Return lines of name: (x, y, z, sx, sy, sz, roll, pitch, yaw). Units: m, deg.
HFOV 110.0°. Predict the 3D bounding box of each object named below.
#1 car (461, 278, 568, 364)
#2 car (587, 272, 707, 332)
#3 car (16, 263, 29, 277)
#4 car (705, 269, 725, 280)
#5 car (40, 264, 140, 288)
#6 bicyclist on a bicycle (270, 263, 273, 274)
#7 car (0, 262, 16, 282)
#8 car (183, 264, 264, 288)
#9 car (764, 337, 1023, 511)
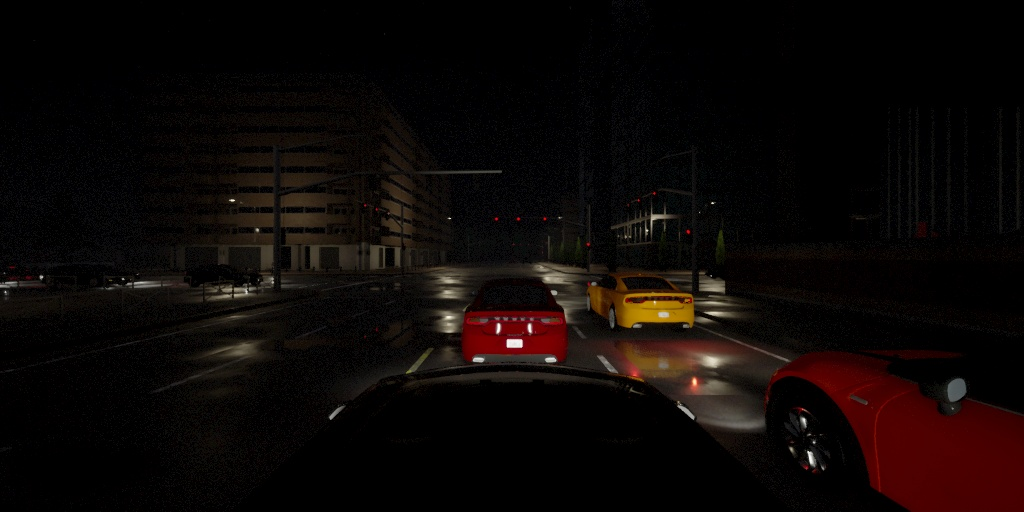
car: (0.062, 1.228, 8.125, 1.882, 1.535, 5.008, 0, 0, 0)
car: (3.582, 1.228, 10.898, 1.882, 1.535, 5.008, 0, 0, 0)
car: (-50.330, 1.297, 34.946, 4.902, 1.511, 2.128, 0, 0, 1)
car: (19.537, 1.406, 31.195, 4.718, 1.301, 1.895, 0, 0, 0)
car: (-28.657, 1.310, 24.201, 4.892, 1.490, 1.837, 0, 0, 0)
bicyclist on a bicycle: (-25.518, 1.106, 38.671, 0.582, 1.620, 1.656, 0, 0, 0)
car: (-42.236, 1.331, 27.776, 4.674, 1.442, 1.812, 0, 0, 0)
car: (-19.417, 1.331, 24.180, 4.674, 1.442, 1.812, 0, 0, 0)
car: (3.600, 1.102, 1.752, 2.097, 1.767, 4.553, 0, 0, 0)
